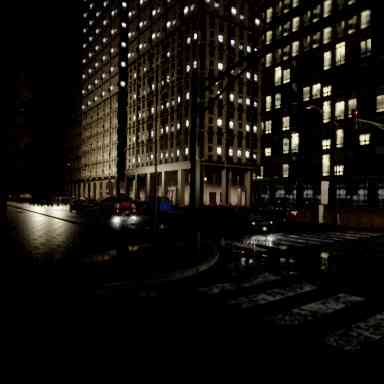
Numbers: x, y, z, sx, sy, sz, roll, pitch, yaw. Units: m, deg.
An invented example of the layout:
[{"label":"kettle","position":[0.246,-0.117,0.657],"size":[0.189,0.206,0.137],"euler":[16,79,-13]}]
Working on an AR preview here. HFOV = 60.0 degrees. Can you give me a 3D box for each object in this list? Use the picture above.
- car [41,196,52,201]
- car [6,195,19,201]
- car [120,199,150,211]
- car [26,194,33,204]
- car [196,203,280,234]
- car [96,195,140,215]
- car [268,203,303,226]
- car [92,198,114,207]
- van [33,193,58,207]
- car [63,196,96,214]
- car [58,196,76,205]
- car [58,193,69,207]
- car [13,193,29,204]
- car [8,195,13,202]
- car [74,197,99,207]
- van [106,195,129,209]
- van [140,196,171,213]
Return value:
[{"label":"car","position":[-36.669,1.570,83.845],"size":[1.802,1.307,4.206],"euler":[1,-1,-35]},{"label":"car","position":[-40.240,1.377,74.394],"size":[2.008,1.369,4.403],"euler":[1,-1,-35]},{"label":"car","position":[-7.283,1.584,42.362],"size":[2.008,1.369,4.403],"euler":[1,-1,-35]},{"label":"car","position":[-23.916,1.432,51.346],"size":[1.802,1.307,4.206],"euler":[1,-1,-35]},{"label":"car","position":[2.121,1.502,19.208],"size":[2.033,1.411,5.357],"euler":[1,-1,-38]},{"label":"car","position":[-7.229,1.283,32.281],"size":[2.097,1.767,4.553],"euler":[1,-1,-35]},{"label":"car","position":[5.779,1.504,23.925],"size":[1.967,1.590,4.097],"euler":[1,-1,-35]},{"label":"car","position":[-13.814,1.586,51.580],"size":[1.947,1.339,4.313],"euler":[1,-1,-35]},{"label":"van","position":[-20.647,1.197,46.740],"size":[1.690,1.788,3.998],"euler":[1,-1,-35]},{"label":"car","position":[-10.856,1.427,32.909],"size":[2.008,1.369,4.403],"euler":[1,-1,-35]},{"label":"car","position":[-22.192,1.463,58.922],"size":[1.837,1.490,4.892],"euler":[1,-1,-35]},{"label":"car","position":[-19.455,1.117,49.712],"size":[2.150,2.045,5.566],"euler":[1,-1,-35]},{"label":"car","position":[-30.442,1.155,60.568],"size":[2.192,1.841,5.009],"euler":[1,-1,-35]},{"label":"car","position":[-36.976,1.396,69.784],"size":[1.947,1.339,4.313],"euler":[1,-1,-35]},{"label":"car","position":[-16.061,1.516,50.269],"size":[2.033,1.411,5.357],"euler":[1,-1,-36]},{"label":"van","position":[-10.545,1.367,46.974],"size":[1.690,1.788,3.998],"euler":[1,-1,-35]},{"label":"van","position":[-4.015,1.381,37.754],"size":[1.690,1.788,3.998],"euler":[1,-1,-35]}]
